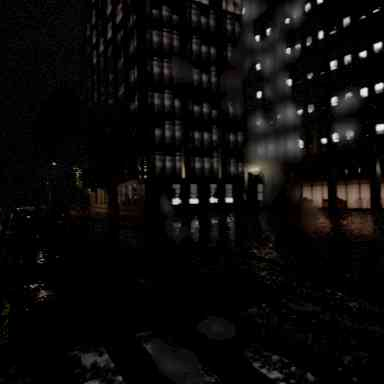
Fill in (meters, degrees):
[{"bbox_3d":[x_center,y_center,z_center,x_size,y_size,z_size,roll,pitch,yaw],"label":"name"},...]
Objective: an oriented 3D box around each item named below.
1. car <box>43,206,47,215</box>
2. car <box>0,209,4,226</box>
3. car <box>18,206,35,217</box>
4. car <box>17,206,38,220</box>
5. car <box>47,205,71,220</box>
[{"bbox_3d":[-20.012,2.535,47.331,1.812,1.442,4.674,-1,-1,-28],"label":"car"},{"bbox_3d":[-16.050,2.234,25.878,1.994,1.385,4.181,-1,-1,-28],"label":"car"},{"bbox_3d":[-22.900,2.622,45.842,1.994,1.385,4.181,-1,-1,-28],"label":"car"},{"bbox_3d":[-18.691,2.472,37.962,1.895,1.301,4.718,-1,-1,-28],"label":"car"},{"bbox_3d":[-15.113,2.296,38.138,1.837,1.490,4.892,-1,-1,-28],"label":"car"}]
